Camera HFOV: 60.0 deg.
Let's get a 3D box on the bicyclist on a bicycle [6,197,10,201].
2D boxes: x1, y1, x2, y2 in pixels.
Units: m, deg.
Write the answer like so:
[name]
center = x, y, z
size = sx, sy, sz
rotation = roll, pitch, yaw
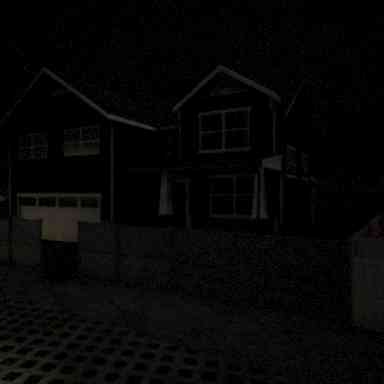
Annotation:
[bicyclist on a bicycle]
center = -15.900, 1.253, 28.827
size = 1.656, 1.620, 0.582
rotation = 0, 0, 23
